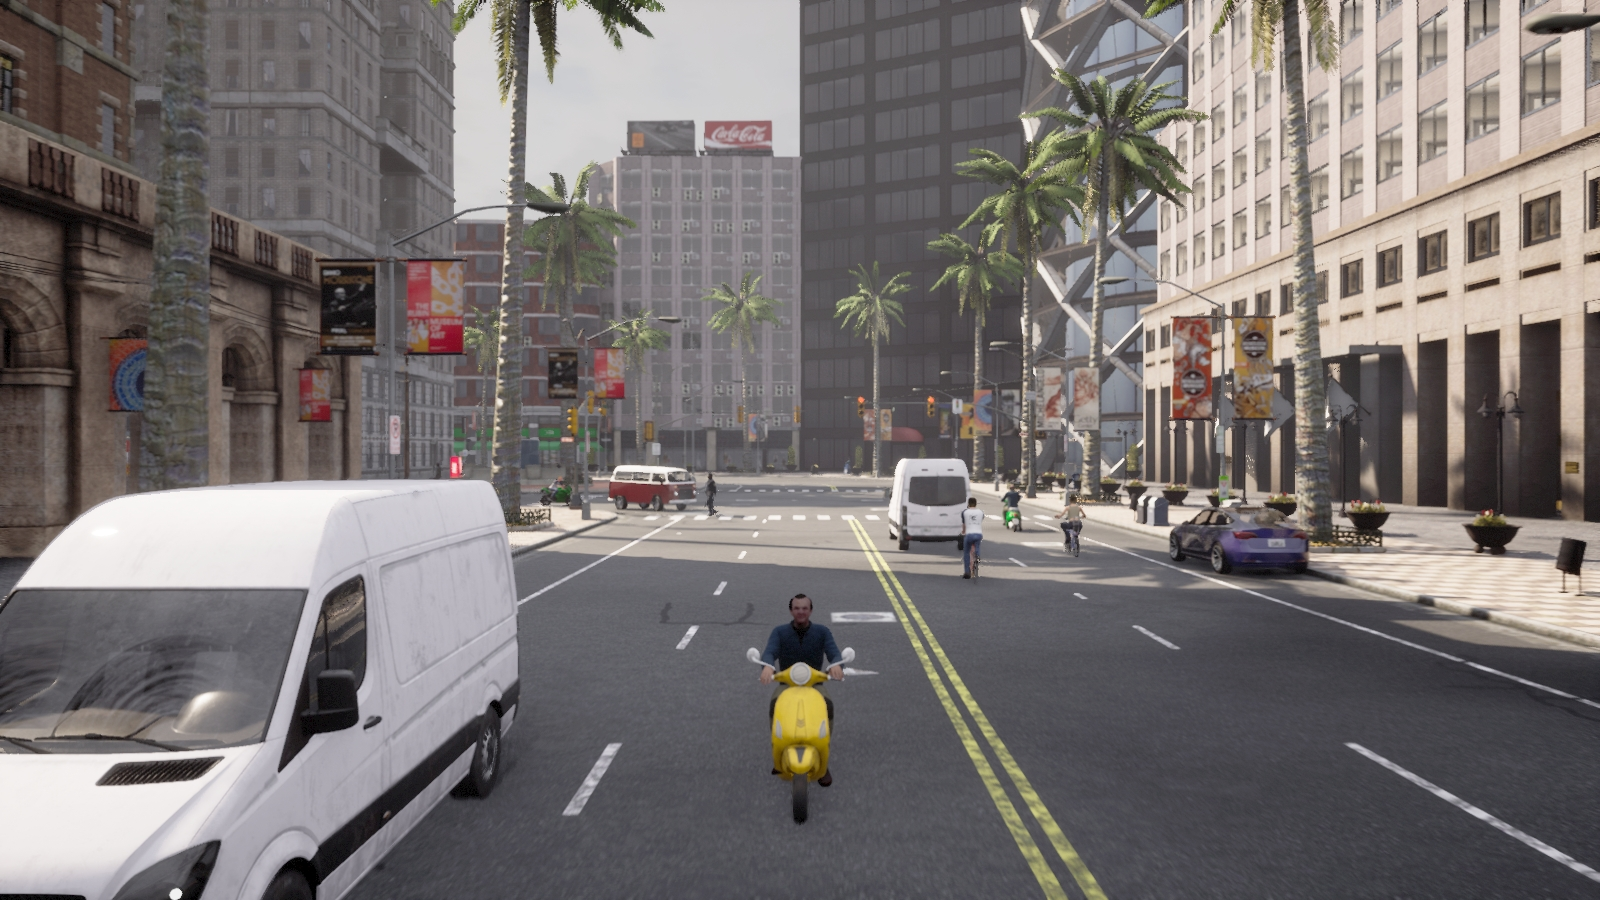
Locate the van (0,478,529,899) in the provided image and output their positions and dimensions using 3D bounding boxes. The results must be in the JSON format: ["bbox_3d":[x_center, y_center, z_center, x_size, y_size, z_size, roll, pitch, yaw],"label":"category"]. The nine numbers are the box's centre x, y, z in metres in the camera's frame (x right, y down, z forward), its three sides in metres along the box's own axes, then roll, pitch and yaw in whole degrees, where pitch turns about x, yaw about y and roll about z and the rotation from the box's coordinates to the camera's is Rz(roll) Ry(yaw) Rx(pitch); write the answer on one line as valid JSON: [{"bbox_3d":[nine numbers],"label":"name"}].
[{"bbox_3d":[-3.498,1.534,7.561,1.988,2.561,5.915,0,0,0],"label":"van"}]

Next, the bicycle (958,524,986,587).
[{"bbox_3d":[3.644,2.206,24.238,0.373,1.196,1.643,0,0,1],"label":"bicycle"}]

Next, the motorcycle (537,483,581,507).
[{"bbox_3d":[-11.937,2.213,56.541,2.033,1.145,0.803,0,0,20],"label":"motorcycle"}]

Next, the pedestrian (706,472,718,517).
[{"bbox_3d":[-3.666,1.848,47.742,0.375,1.860,0.375,0,0,-37],"label":"pedestrian"}]

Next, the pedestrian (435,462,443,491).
[{"bbox_3d":[-23.374,1.695,73.988,0.375,1.860,0.375,0,0,8],"label":"pedestrian"}]

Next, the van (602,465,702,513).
[{"bbox_3d":[-6.889,1.777,53.139,4.480,2.038,2.069,1,1,39],"label":"van"}]

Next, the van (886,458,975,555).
[{"bbox_3d":[3.743,1.535,33.721,1.988,2.561,5.915,0,0,1],"label":"van"}]
